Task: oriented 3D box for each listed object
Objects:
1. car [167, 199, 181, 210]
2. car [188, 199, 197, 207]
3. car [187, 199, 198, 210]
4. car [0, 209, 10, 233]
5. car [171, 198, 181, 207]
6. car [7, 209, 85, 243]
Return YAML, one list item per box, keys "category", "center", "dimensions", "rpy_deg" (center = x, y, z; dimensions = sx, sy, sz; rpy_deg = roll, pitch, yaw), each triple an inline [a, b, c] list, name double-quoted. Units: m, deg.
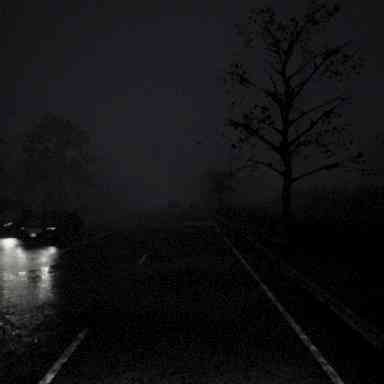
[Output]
- category: "car"
  center: [-3.342, 2.283, 60.685]
  dimensions: [2.097, 1.767, 4.553]
  rpy_deg: [0, -1, 0]
- category: "car"
  center: [0.185, 2.300, 70.623]
  dimensions: [1.812, 1.442, 4.674]
  rpy_deg: [0, 2, 0]
- category: "car"
  center: [0.156, 2.488, 60.286]
  dimensions: [2.033, 1.411, 5.357]
  rpy_deg: [0, -1, 0]
- category: "car"
  center: [-10.529, 1.745, 19.966]
  dimensions: [1.812, 1.442, 4.674]
  rpy_deg: [0, -1, 0]
- category: "car"
  center: [-3.315, 2.239, 70.631]
  dimensions: [1.882, 1.535, 5.008]
  rpy_deg: [0, 2, 0]
- category: "car"
  center: [-7.044, 1.679, 17.235]
  dimensions: [2.128, 1.511, 4.902]
  rpy_deg: [0, -1, 0]
